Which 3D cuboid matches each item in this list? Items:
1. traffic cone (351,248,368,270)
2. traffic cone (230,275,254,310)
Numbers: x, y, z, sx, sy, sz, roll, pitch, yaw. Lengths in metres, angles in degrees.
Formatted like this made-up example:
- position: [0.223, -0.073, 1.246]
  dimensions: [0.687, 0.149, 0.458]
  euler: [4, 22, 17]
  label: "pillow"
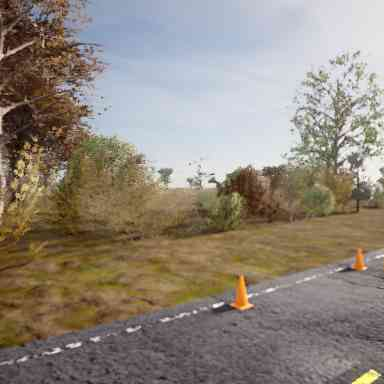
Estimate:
- position: [4.809, 1.901, 9.562]
  dimensions: [0.340, 0.580, 0.340]
  euler: [0, 0, -40]
  label: "traffic cone"
- position: [0.971, 1.929, 6.501]
  dimensions: [0.340, 0.580, 0.340]
  euler: [0, 0, -38]
  label: "traffic cone"
